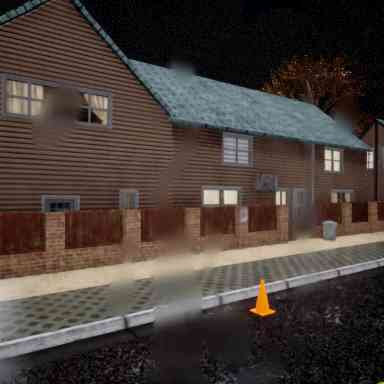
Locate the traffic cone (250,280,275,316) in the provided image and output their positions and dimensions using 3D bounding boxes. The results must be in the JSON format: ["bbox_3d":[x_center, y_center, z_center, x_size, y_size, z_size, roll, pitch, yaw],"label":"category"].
[{"bbox_3d":[1.324,1.955,6.247,0.340,0.580,0.340,0,0,-34],"label":"traffic cone"}]
